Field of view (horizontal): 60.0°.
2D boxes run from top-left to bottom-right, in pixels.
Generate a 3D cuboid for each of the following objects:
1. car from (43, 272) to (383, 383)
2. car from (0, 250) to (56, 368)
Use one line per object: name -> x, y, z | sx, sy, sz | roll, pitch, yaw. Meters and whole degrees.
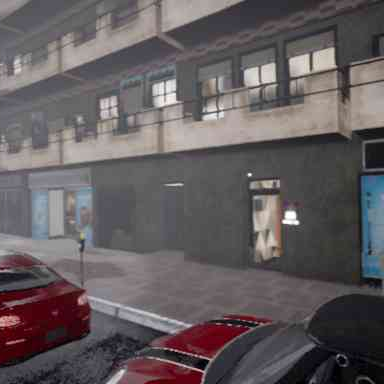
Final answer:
car -> 1.148, 1.441, 2.074 | 4.097, 1.590, 1.967 | 0, -1, 36
car -> -3.345, 1.599, 5.285 | 4.206, 1.307, 1.802 | 0, -1, 36
